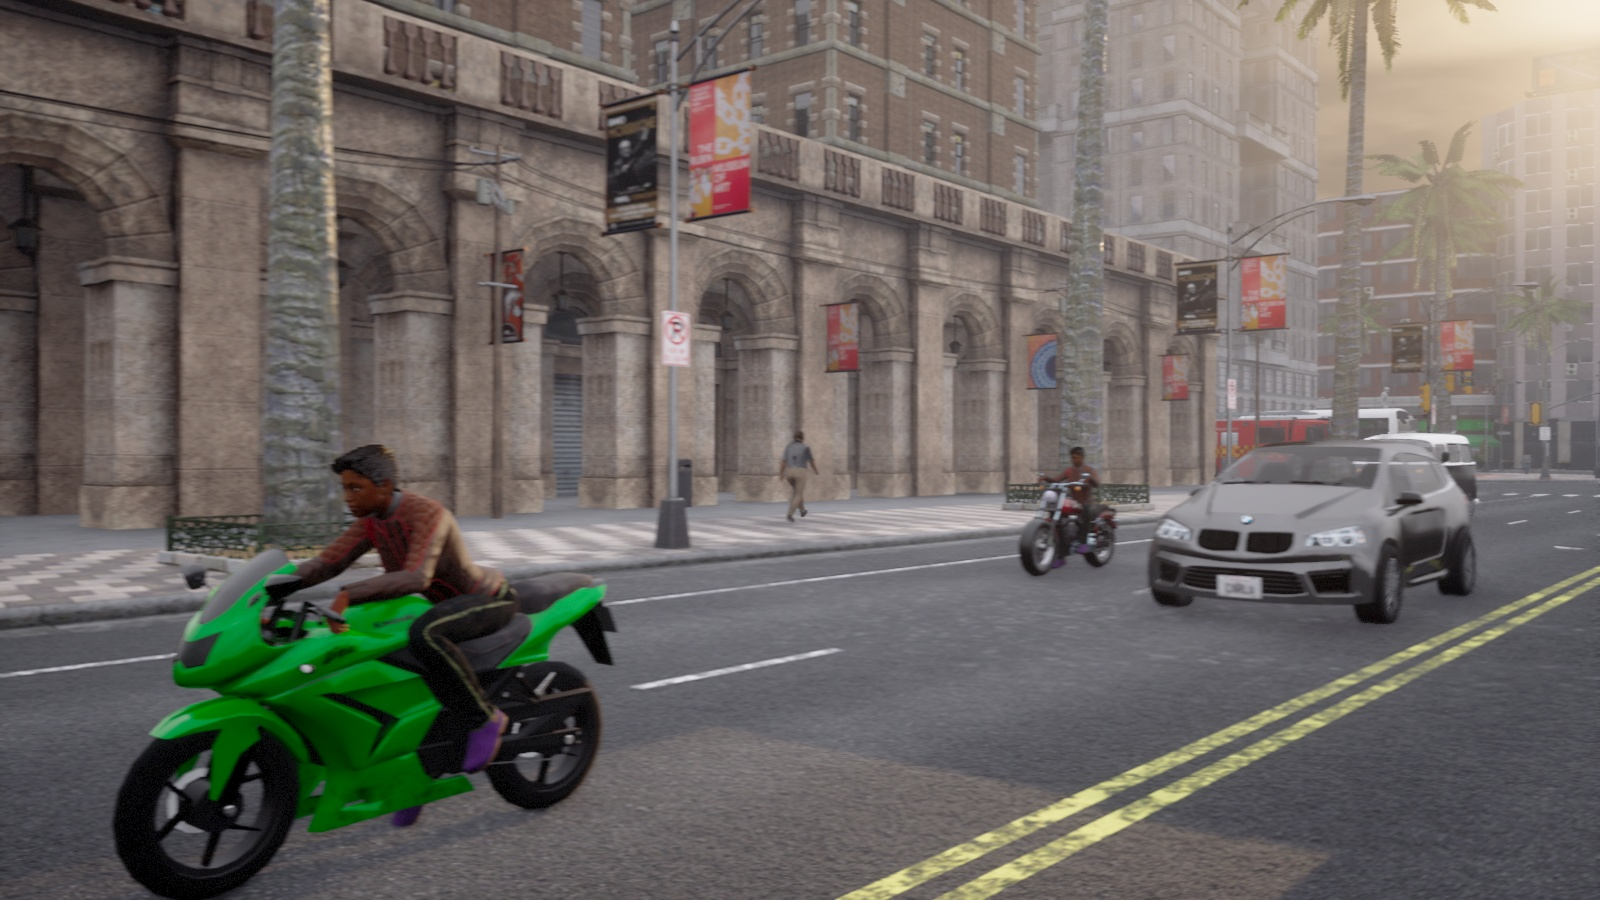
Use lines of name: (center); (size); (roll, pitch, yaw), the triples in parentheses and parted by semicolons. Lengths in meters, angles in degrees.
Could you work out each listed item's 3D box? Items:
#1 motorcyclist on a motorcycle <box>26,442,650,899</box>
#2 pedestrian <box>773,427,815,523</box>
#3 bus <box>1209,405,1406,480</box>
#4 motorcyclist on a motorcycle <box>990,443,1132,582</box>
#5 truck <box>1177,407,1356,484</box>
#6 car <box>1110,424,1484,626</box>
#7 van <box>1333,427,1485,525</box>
motorcyclist on a motorcycle: (-1.578, 0.743, 4.648); (0.797, 1.523, 2.044); (0, 0, 40)
pedestrian: (-0.115, 0.483, 24.627); (0.540, 1.848, 0.694); (0, 0, 28)
bus: (30.418, -0.397, 75.597); (10.273, 4.253, 3.944); (0, 0, 40)
motorcyclist on a motorcycle: (3.379, 0.747, 16.091); (0.766, 1.649, 2.350); (0, 0, 40)
truck: (24.701, -0.211, 66.843); (8.468, 3.827, 2.891); (0, 0, 40)
car: (5.256, 0.629, 12.873); (2.242, 1.667, 4.611); (0, 0, 40)
van: (13.915, 0.557, 28.563); (2.069, 2.038, 4.480); (0, 0, 40)
